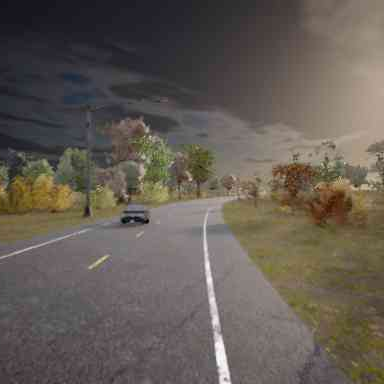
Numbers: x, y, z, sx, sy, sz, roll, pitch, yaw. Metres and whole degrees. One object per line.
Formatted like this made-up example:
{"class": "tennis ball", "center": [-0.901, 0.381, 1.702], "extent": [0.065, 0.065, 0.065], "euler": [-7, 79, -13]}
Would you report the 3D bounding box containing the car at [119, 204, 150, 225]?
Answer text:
{"class": "car", "center": [-4.132, 1.588, 24.827], "extent": [2.033, 1.411, 5.357], "euler": [0, 0, -3]}
